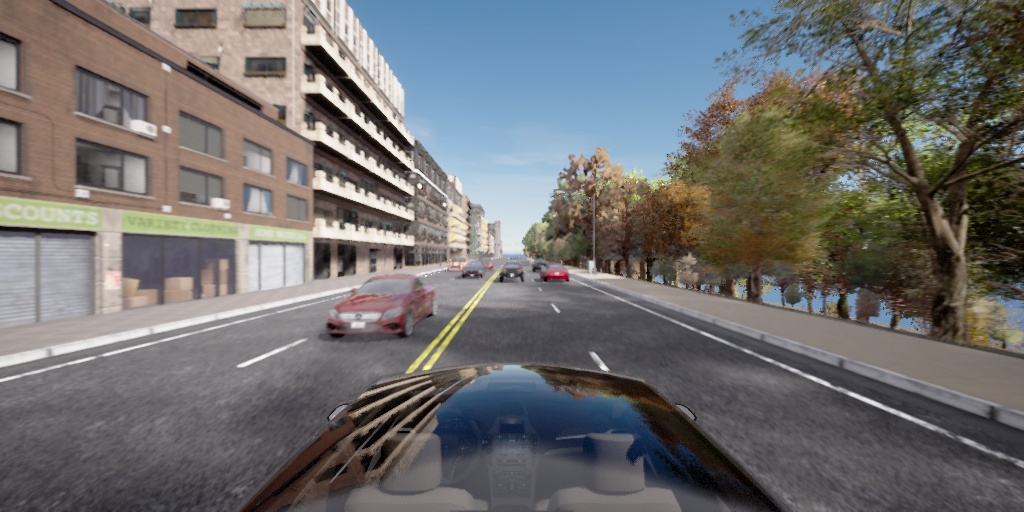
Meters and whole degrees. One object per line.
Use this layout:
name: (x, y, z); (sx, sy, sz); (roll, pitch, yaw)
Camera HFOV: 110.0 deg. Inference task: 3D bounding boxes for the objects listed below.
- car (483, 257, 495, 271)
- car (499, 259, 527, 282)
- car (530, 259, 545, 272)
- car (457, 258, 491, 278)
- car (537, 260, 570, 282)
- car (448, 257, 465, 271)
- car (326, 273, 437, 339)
car: (-3.250, 0.961, 43.780); (2.097, 1.767, 4.553); (0, 0, 0)
car: (0.008, 1.170, 27.651); (1.812, 1.442, 4.674); (0, 0, 0)
car: (3.308, 1.089, 43.001); (1.837, 1.490, 4.892); (0, 1, 0)
car: (-3.250, 1.179, 31.950); (2.033, 1.411, 5.357); (0, 0, 0)
car: (3.259, 1.207, 27.895); (1.994, 1.385, 4.181); (0, 0, 1)
car: (-6.501, 0.961, 43.780); (2.097, 1.767, 4.553); (0, 0, 0)
car: (-3.346, 1.242, 10.138); (1.812, 1.442, 4.674); (0, 0, 0)
